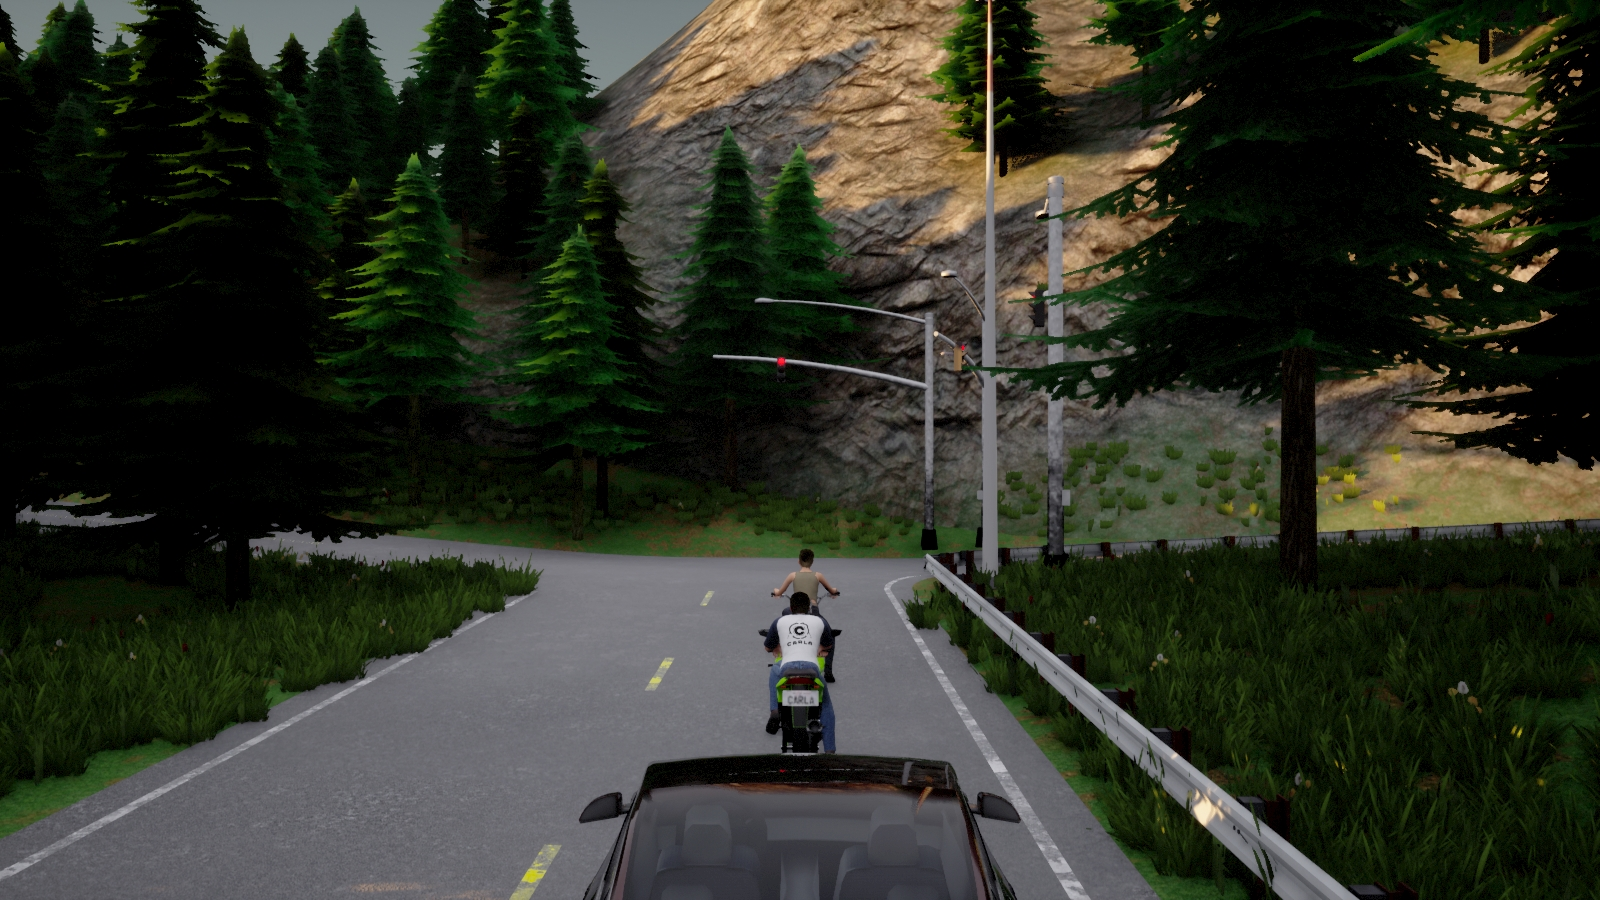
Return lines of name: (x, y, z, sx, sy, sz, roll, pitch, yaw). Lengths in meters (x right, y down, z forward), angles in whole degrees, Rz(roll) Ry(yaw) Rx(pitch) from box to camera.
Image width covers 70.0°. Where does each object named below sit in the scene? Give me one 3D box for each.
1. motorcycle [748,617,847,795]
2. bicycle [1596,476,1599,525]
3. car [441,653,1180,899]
motorcycle: (-0.020, 2.213, 10.238, 0.803, 1.145, 2.033, 0, 0, 0)
bicycle: (21.725, 1.355, 29.474, 1.835, 1.471, 0.329, -5, -2, 26)
car: (0.029, 2.063, 5.012, 2.163, 1.488, 4.792, 0, 0, 0)
